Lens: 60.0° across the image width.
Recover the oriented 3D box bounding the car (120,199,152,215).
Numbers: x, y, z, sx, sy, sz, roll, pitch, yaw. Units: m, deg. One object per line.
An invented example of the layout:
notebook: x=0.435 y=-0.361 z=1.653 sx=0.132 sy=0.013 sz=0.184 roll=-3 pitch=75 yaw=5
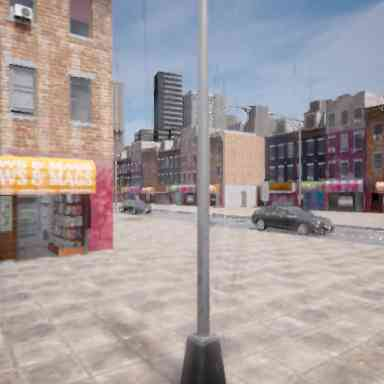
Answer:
car: x=-5.933 y=1.571 z=34.965 sx=1.837 sy=1.490 sz=4.892 roll=0 pitch=0 yaw=-35

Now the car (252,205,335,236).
car: x=5.531 y=1.526 z=18.716 sx=1.837 sy=1.490 sz=4.892 roll=0 pitch=1 yaw=-35
